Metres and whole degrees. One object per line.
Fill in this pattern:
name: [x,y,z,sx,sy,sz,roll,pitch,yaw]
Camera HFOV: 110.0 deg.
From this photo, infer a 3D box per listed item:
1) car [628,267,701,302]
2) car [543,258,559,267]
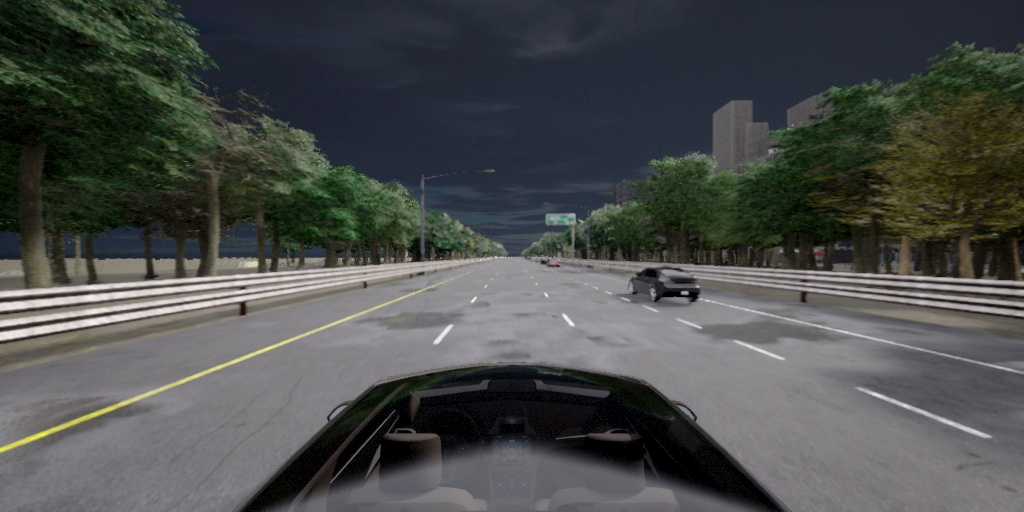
car: [7.008,1.262,16.964,1.837,1.490,4.892,0,0,0]
car: [7.189,1.313,63.940,1.994,1.385,4.181,0,0,0]
